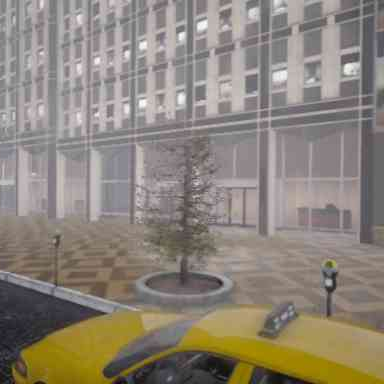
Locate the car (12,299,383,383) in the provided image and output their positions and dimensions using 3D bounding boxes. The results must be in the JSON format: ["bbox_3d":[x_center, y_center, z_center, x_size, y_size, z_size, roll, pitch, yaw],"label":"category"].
[{"bbox_3d":[0.419,1.524,2.567,4.829,1.417,1.752,0,1,36],"label":"car"}]
